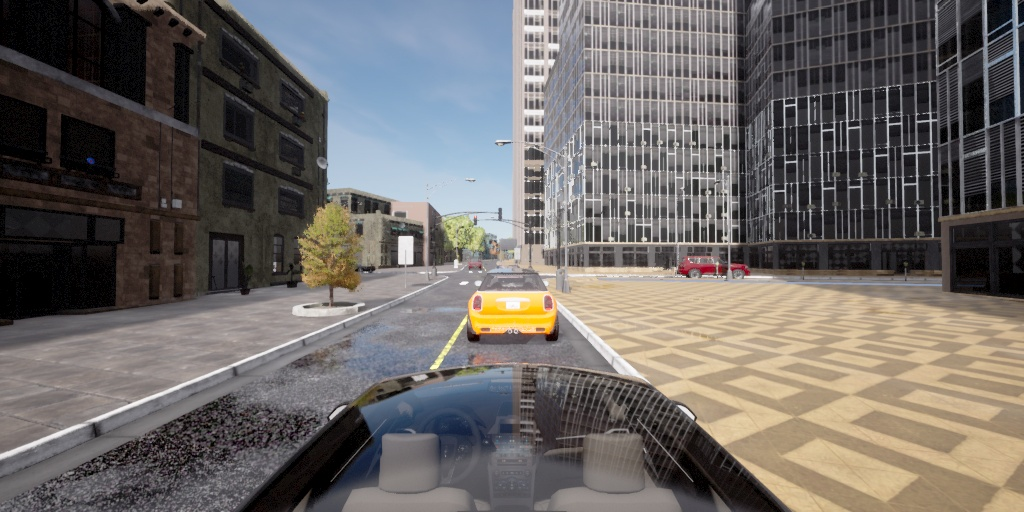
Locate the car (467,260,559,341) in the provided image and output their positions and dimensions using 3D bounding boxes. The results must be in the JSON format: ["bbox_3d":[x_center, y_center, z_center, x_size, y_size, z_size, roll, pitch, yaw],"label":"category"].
[{"bbox_3d":[0.003,1.105,10.002,2.097,1.767,4.553,0,0,0],"label":"car"}]

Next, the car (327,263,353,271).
[{"bbox_3d":[-20.590,1.317,40.141,4.313,1.339,1.948,0,0,18],"label":"car"}]

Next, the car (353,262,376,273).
[{"bbox_3d":[-18.415,1.389,42.039,4.718,1.301,1.895,0,-1,18],"label":"car"}]

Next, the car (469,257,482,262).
[{"bbox_3d":[-5.483,1.240,53.359,1.882,1.535,5.008,0,0,-6],"label":"car"}]

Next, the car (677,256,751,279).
[{"bbox_3d":[15.742,0.938,28.258,5.009,1.841,2.192,0,0,18],"label":"car"}]
